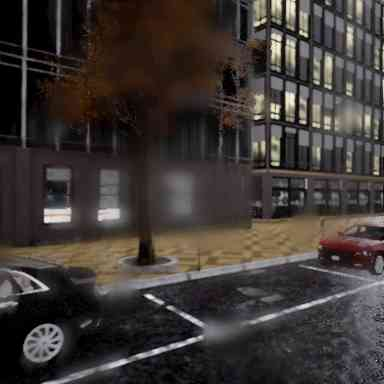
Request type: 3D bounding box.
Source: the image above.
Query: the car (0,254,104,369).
[{"bbox_3d":[-3.359,1.546,4.163,4.403,1.369,2.008,1,0,-35],"label":"car"}]

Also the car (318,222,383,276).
[{"bbox_3d":[5.923,1.658,10.782,4.507,1.381,1.887,1,0,-35],"label":"car"}]
